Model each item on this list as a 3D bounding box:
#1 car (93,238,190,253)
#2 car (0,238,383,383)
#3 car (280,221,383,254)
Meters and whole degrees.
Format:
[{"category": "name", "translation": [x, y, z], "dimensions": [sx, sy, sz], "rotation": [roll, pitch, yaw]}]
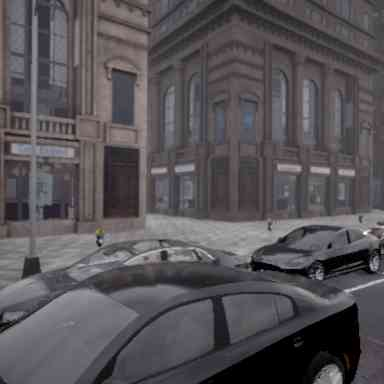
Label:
[{"category": "car", "translation": [-1.000, 1.563, 5.935], "dimensions": [4.403, 1.369, 2.008], "rotation": [0, 0, -36]}, {"category": "car", "translation": [-0.432, 1.484, 3.073], "dimensions": [5.008, 1.535, 1.882], "rotation": [0, 0, -36]}, {"category": "car", "translation": [3.556, 1.606, 9.195], "dimensions": [4.313, 1.339, 1.947], "rotation": [0, 0, -36]}]
